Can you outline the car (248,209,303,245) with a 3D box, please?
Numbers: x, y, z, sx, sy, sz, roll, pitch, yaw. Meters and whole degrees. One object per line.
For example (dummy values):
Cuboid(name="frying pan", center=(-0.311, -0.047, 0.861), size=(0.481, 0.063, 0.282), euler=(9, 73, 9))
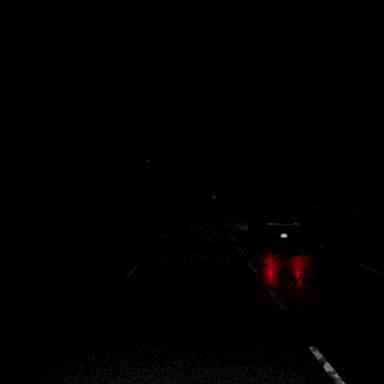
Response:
Cuboid(name="car", center=(3.790, 1.526, 15.748), size=(2.128, 1.511, 4.902), euler=(0, 0, 2))
